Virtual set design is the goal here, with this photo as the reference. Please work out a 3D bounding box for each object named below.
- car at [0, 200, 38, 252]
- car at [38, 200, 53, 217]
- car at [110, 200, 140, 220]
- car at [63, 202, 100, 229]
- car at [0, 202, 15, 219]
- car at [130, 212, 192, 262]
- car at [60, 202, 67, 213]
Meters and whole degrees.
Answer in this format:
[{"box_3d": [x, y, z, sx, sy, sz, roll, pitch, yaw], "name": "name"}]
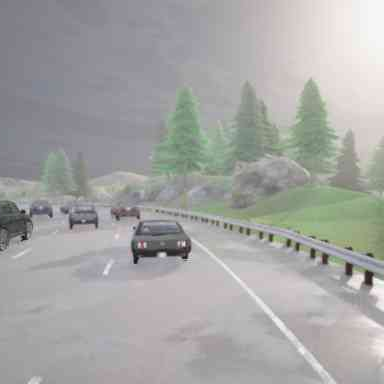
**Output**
[{"box_3d": [-8.735, 1.358, 14.441, 2.150, 2.045, 5.566, -1, 0, -11], "name": "car"}, {"box_3d": [-15.476, 1.613, 33.998, 2.097, 1.767, 4.553, -1, 0, -26], "name": "car"}, {"box_3d": [-6.032, 1.490, 29.745, 2.097, 1.767, 4.553, -1, 0, -20], "name": "car"}, {"box_3d": [-7.490, 1.633, 23.184, 2.128, 1.511, 4.902, -1, 0, -17], "name": "car"}, {"box_3d": [-19.012, 1.793, 33.320, 2.128, 1.511, 4.902, -1, 0, -26], "name": "car"}, {"box_3d": [-1.254, 1.643, 12.358, 1.895, 1.301, 4.718, -1, 0, -9], "name": "car"}, {"box_3d": [-14.399, 1.824, 39.449, 1.994, 1.385, 4.181, -1, 0, -28], "name": "car"}]
